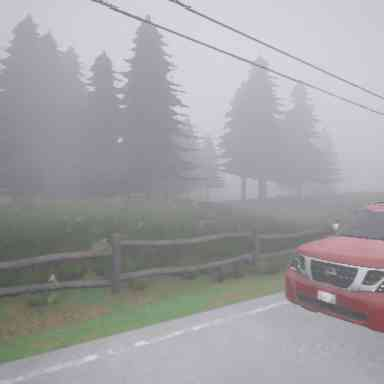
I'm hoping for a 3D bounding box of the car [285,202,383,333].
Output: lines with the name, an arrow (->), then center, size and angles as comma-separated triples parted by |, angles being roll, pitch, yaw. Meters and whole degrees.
car -> 4.307, 1.224, 6.528 | 5.566, 2.045, 2.150 | 0, 0, -34
